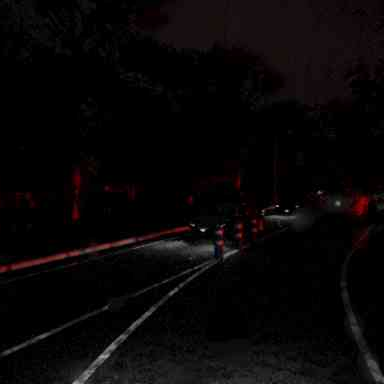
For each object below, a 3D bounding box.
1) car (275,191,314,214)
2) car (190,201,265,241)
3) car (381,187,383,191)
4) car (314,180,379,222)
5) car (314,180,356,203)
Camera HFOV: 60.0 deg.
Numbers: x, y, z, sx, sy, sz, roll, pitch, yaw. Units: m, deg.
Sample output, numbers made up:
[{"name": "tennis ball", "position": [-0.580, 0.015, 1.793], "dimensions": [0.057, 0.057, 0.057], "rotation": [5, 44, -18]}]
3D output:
[{"name": "car", "position": [7.768, 0.666, 23.773], "dimensions": [2.033, 1.411, 5.357], "rotation": [0, 4, 37]}, {"name": "car", "position": [1.766, 1.195, 15.238], "dimensions": [1.837, 1.490, 4.892], "rotation": [0, 2, 34]}, {"name": "car", "position": [21.044, -0.691, 38.944], "dimensions": [1.895, 1.301, 4.718], "rotation": [0, 4, 44]}, {"name": "car", "position": [9.334, 0.484, 19.727], "dimensions": [2.150, 2.045, 5.566], "rotation": [0, 4, 37]}, {"name": "car", "position": [13.022, -0.101, 30.137], "dimensions": [2.097, 1.767, 4.553], "rotation": [0, 4, 41]}]
